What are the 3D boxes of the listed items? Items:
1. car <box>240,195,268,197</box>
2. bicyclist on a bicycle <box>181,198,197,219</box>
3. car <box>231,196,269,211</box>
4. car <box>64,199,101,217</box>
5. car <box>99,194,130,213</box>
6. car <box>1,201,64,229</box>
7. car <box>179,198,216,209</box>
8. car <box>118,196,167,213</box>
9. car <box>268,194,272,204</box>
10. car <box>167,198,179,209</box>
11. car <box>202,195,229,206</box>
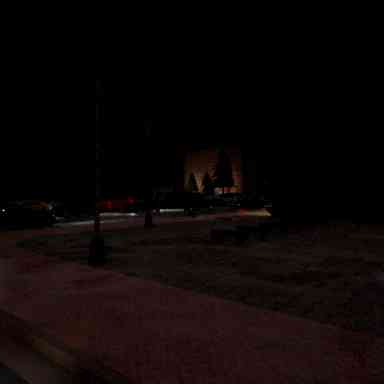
[{"bbox_3d":[9.087,1.551,49.988,1.837,1.490,4.892,0,0,41],"label":"car"},{"bbox_3d":[-0.260,1.331,26.706,1.656,1.620,0.582,-1,0,40],"label":"bicyclist on a bicycle"},{"bbox_3d":[7.240,1.587,42.269,2.033,1.411,5.357,0,0,40],"label":"car"},{"bbox_3d":[-11.223,1.613,31.513,1.994,1.385,4.181,0,0,40],"label":"car"},{"bbox_3d":[-9.474,1.277,39.027,2.150,2.045,5.566,0,0,41],"label":"car"},{"bbox_3d":[-10.965,1.528,20.634,2.128,1.511,4.902,0,0,40],"label":"car"},{"bbox_3d":[0.838,1.652,45.819,1.895,1.301,4.718,0,0,40],"label":"car"},{"bbox_3d":[-5.564,1.528,38.236,1.882,1.535,5.008,0,0,40],"label":"car"},{"bbox_3d":[15.731,1.595,57.949,2.033,1.411,5.357,0,0,40],"label":"car"},{"bbox_3d":[-2.868,1.604,46.867,2.033,1.411,5.357,0,0,40],"label":"car"},{"bbox_3d":[3.644,1.622,54.533,1.994,1.385,4.181,0,0,41],"label":"car"}]
